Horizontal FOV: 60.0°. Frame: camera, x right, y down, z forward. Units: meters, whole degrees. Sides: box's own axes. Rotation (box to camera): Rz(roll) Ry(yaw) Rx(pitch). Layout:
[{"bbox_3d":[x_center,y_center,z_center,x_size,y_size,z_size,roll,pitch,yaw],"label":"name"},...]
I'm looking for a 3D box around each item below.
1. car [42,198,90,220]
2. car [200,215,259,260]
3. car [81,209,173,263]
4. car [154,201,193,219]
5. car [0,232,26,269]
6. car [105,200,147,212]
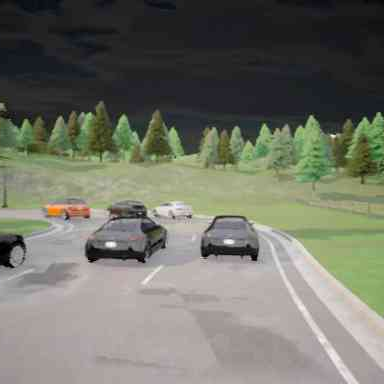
[{"bbox_3d":[-10.317,1.282,27.055,4.553,1.767,2.097,0,0,40],"label":"car"},{"bbox_3d":[1.431,1.559,12.584,1.994,1.385,4.181,0,0,7],"label":"car"},{"bbox_3d":[-2.160,1.543,11.952,1.994,1.385,4.181,0,0,8],"label":"car"},{"bbox_3d":[-1.637,1.493,28.166,1.812,1.442,4.674,1,0,-33],"label":"car"},{"bbox_3d":[-6.185,1.443,8.173,1.882,1.535,5.008,0,0,7],"label":"car"},{"bbox_3d":[-5.555,1.455,27.656,1.837,1.490,4.892,2,-1,-39],"label":"car"}]
